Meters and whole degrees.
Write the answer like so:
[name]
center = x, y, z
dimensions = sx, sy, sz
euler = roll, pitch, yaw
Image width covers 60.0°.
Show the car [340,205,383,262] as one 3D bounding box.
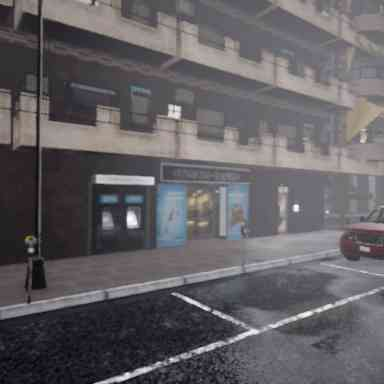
[car]
center = 7.082, 1.351, 11.137
dimensions = 5.009, 1.841, 2.192
euler = 0, 0, -35
